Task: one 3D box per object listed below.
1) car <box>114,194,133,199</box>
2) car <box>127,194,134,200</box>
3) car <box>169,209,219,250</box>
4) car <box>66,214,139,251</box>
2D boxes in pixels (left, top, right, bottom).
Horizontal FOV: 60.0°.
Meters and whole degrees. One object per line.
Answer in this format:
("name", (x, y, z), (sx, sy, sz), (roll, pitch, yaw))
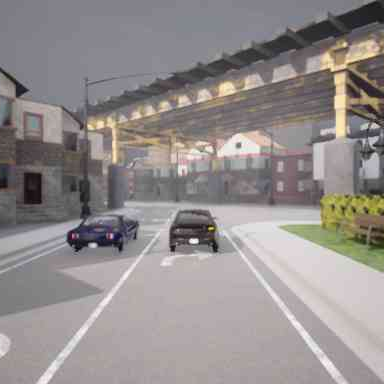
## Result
("car", (-16.729, 1.022, 80.983), (4.536, 1.218, 1.853), (0, 0, -15))
("car", (-16.779, 1.180, 80.971), (4.974, 1.542, 2.038), (0, 0, -15))
("car", (0.081, 1.457, 13.967), (1.837, 1.490, 4.892), (0, 0, 0))
("car", (-3.420, 1.554, 13.769), (1.895, 1.301, 4.718), (0, 0, 0))
